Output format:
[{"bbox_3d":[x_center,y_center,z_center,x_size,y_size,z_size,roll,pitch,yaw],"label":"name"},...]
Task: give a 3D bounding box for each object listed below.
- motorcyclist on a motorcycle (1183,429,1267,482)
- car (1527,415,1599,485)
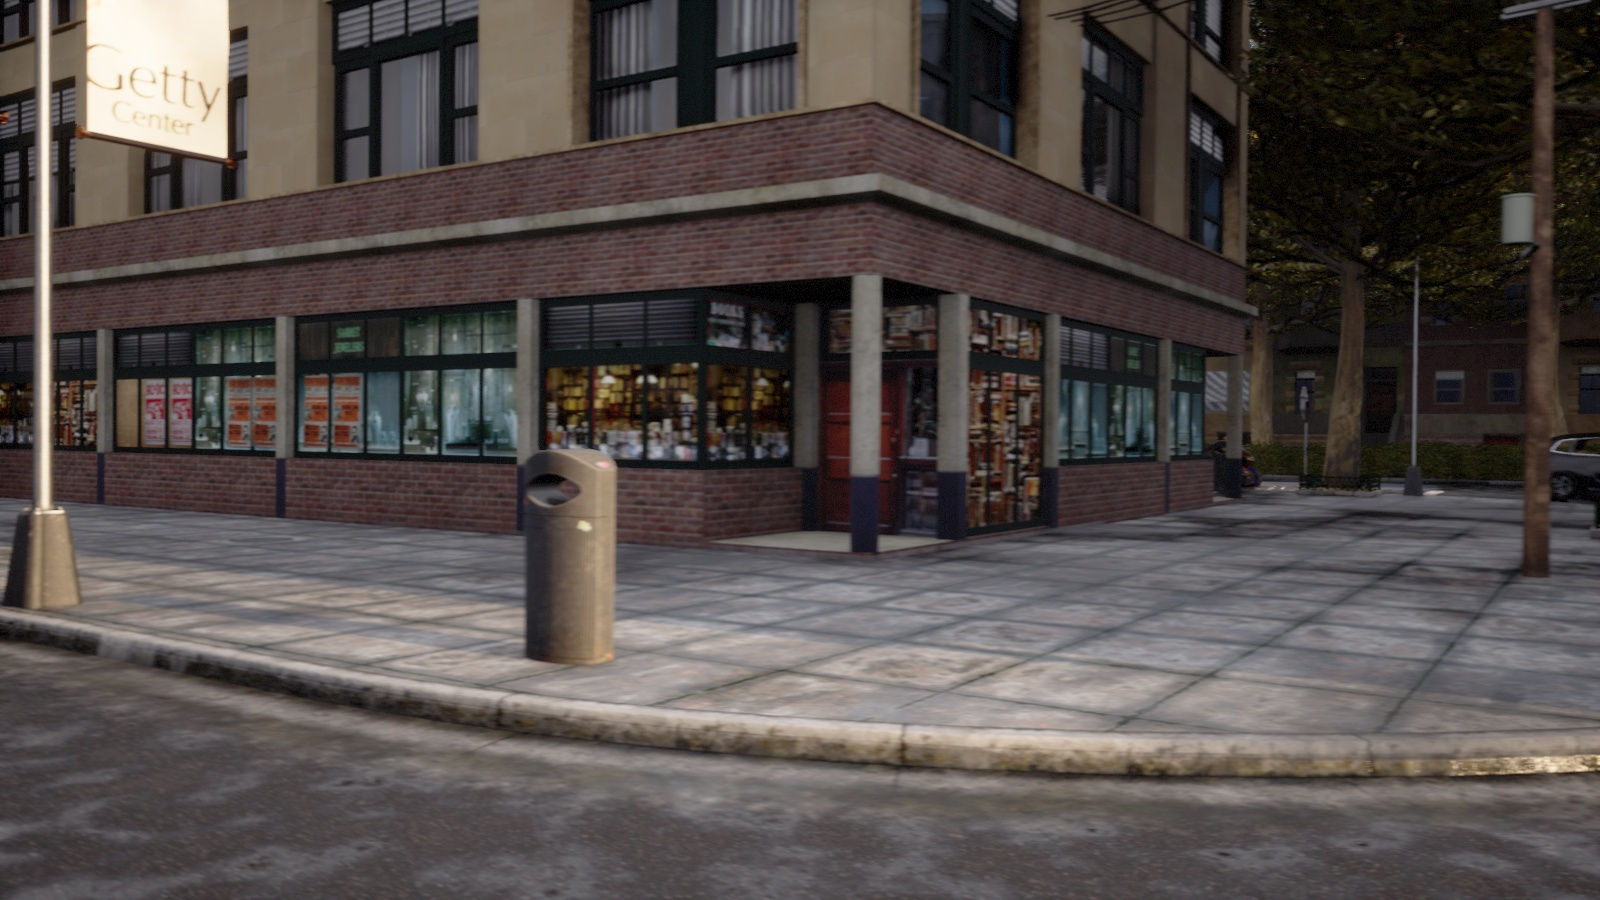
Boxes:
[{"bbox_3d":[12.432,0.152,36.745,2.191,1.530,0.866,0,1,34],"label":"motorcyclist on a motorcycle"},{"bbox_3d":[20.178,-0.013,29.744,2.242,1.667,4.611,-1,1,-35],"label":"car"}]
